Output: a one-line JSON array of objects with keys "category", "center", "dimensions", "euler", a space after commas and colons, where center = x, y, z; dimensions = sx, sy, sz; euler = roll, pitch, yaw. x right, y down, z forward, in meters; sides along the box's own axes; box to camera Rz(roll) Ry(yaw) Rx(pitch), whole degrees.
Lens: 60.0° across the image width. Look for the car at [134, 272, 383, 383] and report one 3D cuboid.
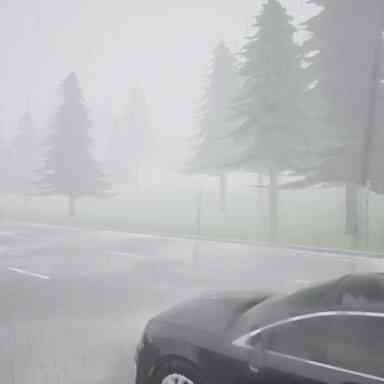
[{"category": "car", "center": [1.630, 1.505, 2.828], "dimensions": [4.892, 1.490, 1.837], "euler": [0, 0, 36]}]
